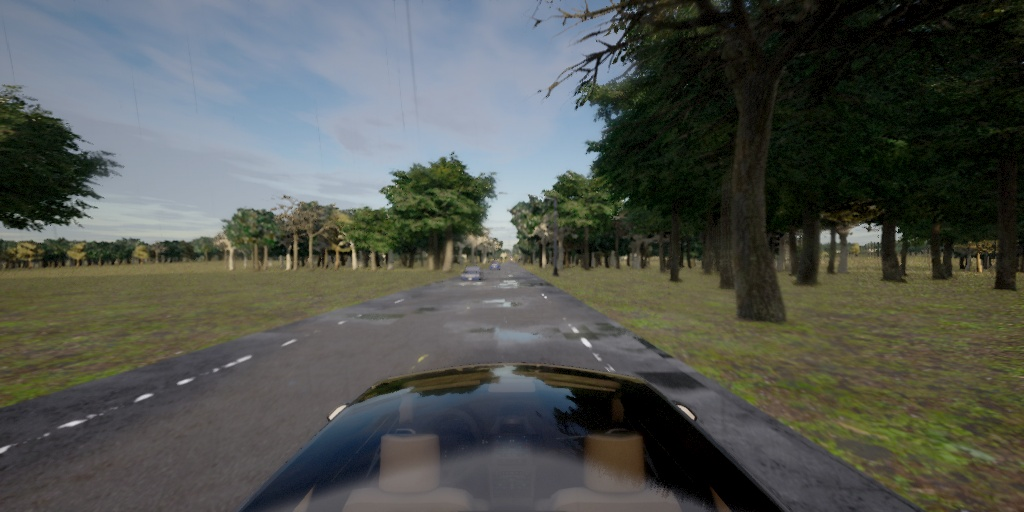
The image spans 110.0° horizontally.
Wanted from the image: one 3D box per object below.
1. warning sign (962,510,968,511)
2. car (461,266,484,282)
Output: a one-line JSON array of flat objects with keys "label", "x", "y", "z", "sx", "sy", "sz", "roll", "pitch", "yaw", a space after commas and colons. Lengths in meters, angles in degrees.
[{"label": "warning sign", "x": 3.550, "y": 0.863, "z": 1.953, "sx": 1.300, "sy": 1.860, "sz": 1.060, "roll": 0, "pitch": 0, "yaw": 0}, {"label": "car", "x": -3.627, "y": 1.660, "z": 33.863, "sx": 2.033, "sy": 1.411, "sz": 5.357, "roll": 0, "pitch": -1, "yaw": 0}]
